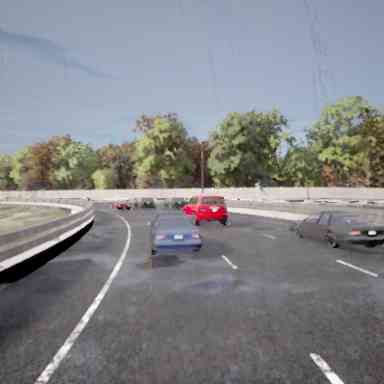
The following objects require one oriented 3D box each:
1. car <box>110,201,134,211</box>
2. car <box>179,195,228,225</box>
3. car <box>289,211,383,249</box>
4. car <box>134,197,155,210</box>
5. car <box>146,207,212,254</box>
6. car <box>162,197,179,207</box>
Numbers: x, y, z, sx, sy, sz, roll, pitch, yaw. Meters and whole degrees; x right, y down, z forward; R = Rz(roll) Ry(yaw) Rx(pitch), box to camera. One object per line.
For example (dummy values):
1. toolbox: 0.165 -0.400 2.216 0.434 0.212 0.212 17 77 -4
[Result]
1. car: -9.389 1.762 43.441 1.895 1.301 4.718 0 0 -24
2. car: 0.840 1.261 23.873 2.150 2.045 5.566 0 0 -13
3. car: 6.134 1.525 14.470 2.033 1.411 5.357 0 0 -8
4. car: -6.622 1.494 45.538 2.097 1.767 4.553 -1 0 -25
5. car: -0.822 1.581 13.754 2.033 1.411 5.357 0 0 -8
6. car: -2.445 1.458 44.778 2.097 1.767 4.553 0 0 -23
